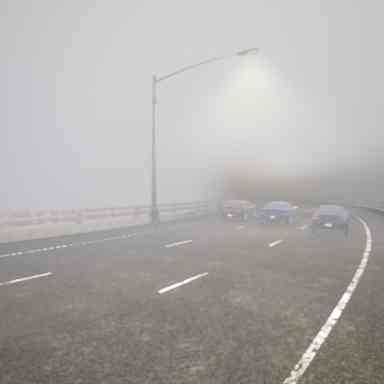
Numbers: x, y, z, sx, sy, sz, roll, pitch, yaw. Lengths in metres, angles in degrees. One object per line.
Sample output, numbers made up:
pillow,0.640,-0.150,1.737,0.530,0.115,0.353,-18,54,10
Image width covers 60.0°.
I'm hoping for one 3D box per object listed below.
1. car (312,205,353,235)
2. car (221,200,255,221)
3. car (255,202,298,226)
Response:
car,7.905,1.475,18.708,1.812,1.442,4.674,0,0,27
car,3.760,1.416,26.262,1.837,1.490,4.892,0,0,25
car,6.115,1.406,23.057,1.882,1.535,5.008,0,0,25
